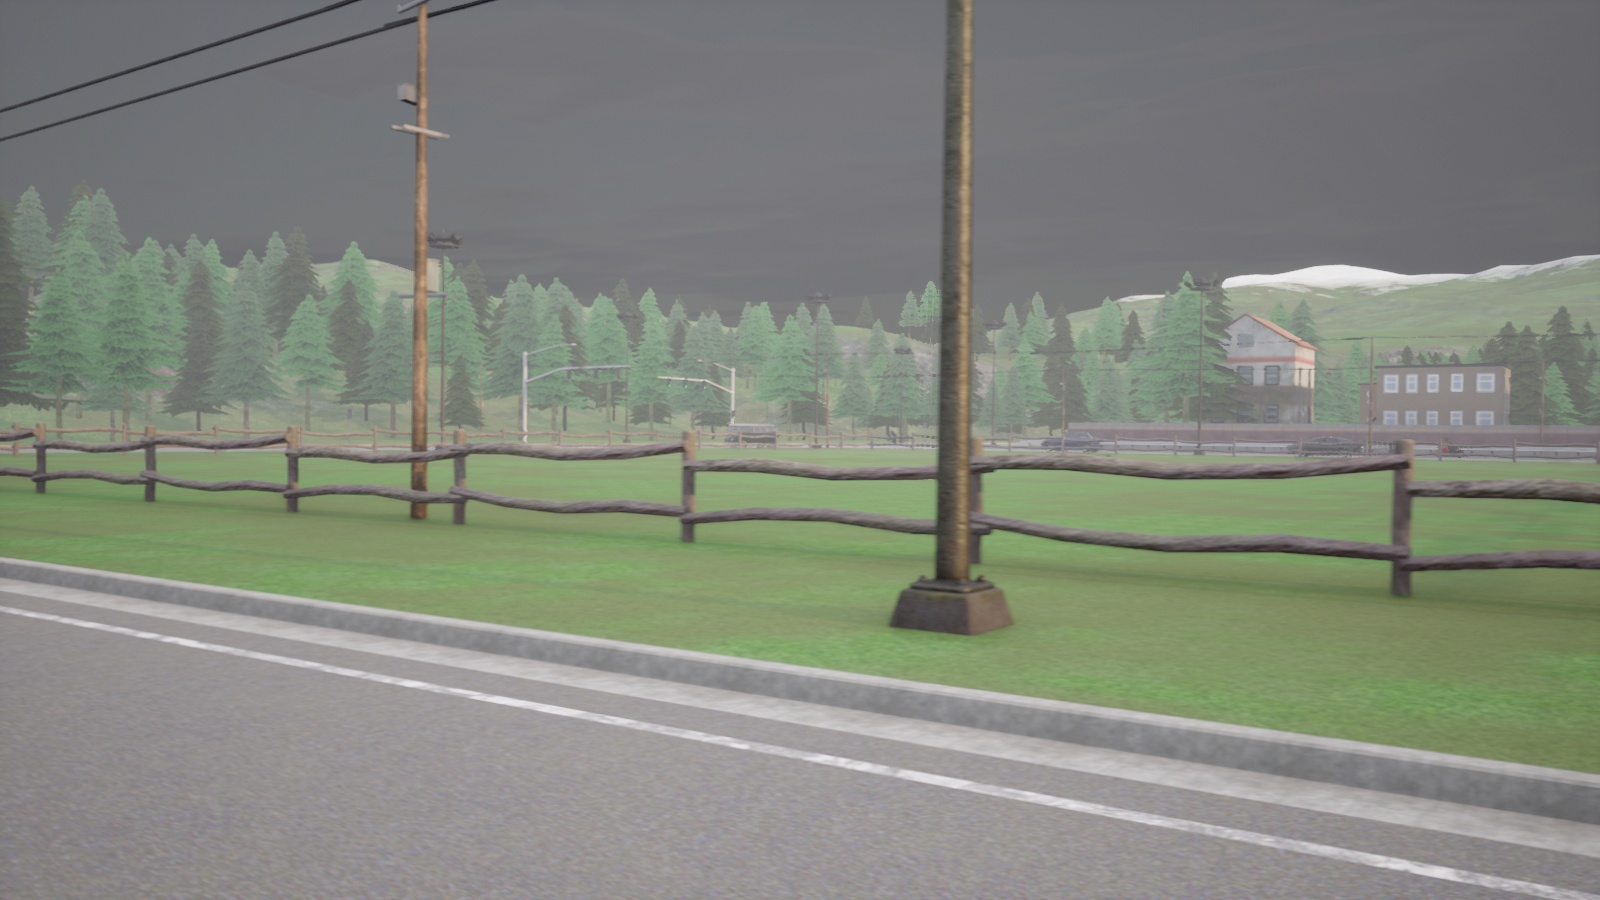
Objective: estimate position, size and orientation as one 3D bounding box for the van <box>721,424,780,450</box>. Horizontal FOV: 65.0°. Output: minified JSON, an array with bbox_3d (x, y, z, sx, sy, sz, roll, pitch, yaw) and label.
[{"bbox_3d":[-3.883,-1.019,98.810,4.442,1.987,1.775,-1,1,-36],"label":"van"}]

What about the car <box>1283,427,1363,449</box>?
[{"bbox_3d":[36.315,-0.843,87.270,4.892,1.490,1.837,0,1,34],"label":"car"}]
